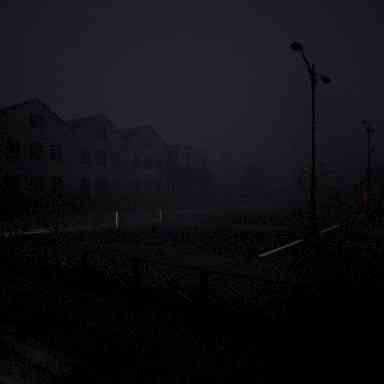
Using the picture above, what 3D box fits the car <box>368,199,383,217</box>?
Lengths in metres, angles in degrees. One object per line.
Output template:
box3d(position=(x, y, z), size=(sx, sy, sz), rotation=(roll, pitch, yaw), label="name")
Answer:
box3d(position=(15.494, 1.298, 26.768), size=(2.007, 1.523, 4.514), rotation=(0, 0, 35), label="car")
